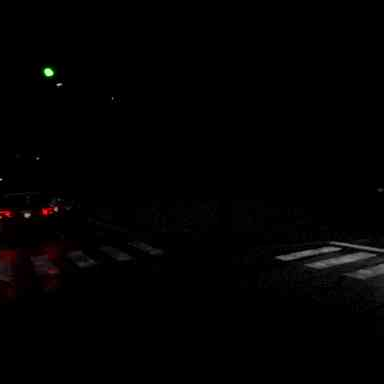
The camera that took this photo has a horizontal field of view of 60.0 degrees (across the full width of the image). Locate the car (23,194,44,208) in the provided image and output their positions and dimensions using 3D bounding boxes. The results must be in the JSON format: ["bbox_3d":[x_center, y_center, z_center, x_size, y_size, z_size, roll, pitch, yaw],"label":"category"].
[{"bbox_3d":[-19.575,1.061,40.956,1.887,1.381,4.507,-4,2,-30],"label":"car"}]

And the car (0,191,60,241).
[{"bbox_3d":[-8.177,1.035,16.133,2.150,2.045,5.566,-4,2,-30],"label":"car"}]

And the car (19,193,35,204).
[{"bbox_3d":[-25.145,0.991,50.493,1.752,1.417,4.829,-4,2,-30],"label":"car"}]

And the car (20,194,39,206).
[{"bbox_3d":[-22.317,1.036,45.651,1.887,1.381,4.507,-4,2,-30],"label":"car"}]

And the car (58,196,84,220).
[{"bbox_3d":[-8.612,1.059,22.170,1.967,1.590,4.097,-4,2,-30],"label":"car"}]

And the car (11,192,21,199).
[{"bbox_3d":[-41.510,0.868,78.520,1.887,1.381,4.507,-4,2,-30],"label":"car"}]

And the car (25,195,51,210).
[{"bbox_3d":[-16.832,1.092,36.260,2.008,1.369,4.403,-4,2,-30],"label":"car"}]

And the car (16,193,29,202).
[{"bbox_3d":[-30.629,0.942,59.884,1.752,1.417,4.829,-4,2,-30],"label":"car"}]

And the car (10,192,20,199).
[{"bbox_3d":[-44.257,0.741,83.212,1.967,1.590,4.097,-4,2,-30],"label":"car"}]

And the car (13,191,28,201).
[{"bbox_3d":[-33.297,0.708,64.425,2.192,1.841,5.009,-4,2,-30],"label":"car"}]
